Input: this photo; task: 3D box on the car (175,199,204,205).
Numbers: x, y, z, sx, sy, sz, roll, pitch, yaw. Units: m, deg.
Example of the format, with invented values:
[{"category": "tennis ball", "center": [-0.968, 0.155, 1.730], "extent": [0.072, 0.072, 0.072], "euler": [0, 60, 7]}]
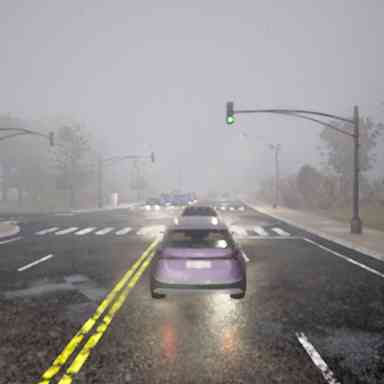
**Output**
[{"category": "car", "center": [0.356, 1.329, 16.068], "extent": [1.882, 1.535, 5.008], "euler": [0, 1, 2]}]

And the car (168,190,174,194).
[{"category": "car", "center": [-4.293, 0.934, 53.953], "extent": [1.882, 1.535, 5.008], "euler": [0, 1, 5]}]

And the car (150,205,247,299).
[{"category": "car", "center": [0.130, 1.356, 8.251], "extent": [2.033, 1.649, 4.856], "euler": [0, 1, 0]}]

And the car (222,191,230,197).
[{"category": "car", "center": [8.769, 0.557, 85.074], "extent": [1.837, 1.490, 4.892], "euler": [0, 1, 7]}]

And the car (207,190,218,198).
[{"category": "car", "center": [4.368, 0.744, 75.572], "extent": [1.994, 1.385, 4.181], "euler": [0, 1, 6]}]

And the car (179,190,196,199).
[{"category": "car", "center": [-0.855, 0.907, 56.089], "extent": [1.882, 1.535, 5.008], "euler": [0, 1, 5]}]

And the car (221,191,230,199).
[{"category": "car", "center": [7.559, 0.791, 74.855], "extent": [1.895, 1.301, 4.718], "euler": [0, 1, 6]}]

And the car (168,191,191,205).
[{"category": "car", "center": [-1.654, 1.021, 45.756], "extent": [1.882, 1.535, 5.008], "euler": [0, 1, 4]}]

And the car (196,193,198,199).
[{"category": "car", "center": [0.091, 0.791, 66.002], "extent": [1.882, 1.535, 5.008], "euler": [0, 1, 6]}]

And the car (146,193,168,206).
[{"category": "car", "center": [-4.944, 1.117, 45.084], "extent": [1.994, 1.385, 4.181], "euler": [0, 1, 5]}]
